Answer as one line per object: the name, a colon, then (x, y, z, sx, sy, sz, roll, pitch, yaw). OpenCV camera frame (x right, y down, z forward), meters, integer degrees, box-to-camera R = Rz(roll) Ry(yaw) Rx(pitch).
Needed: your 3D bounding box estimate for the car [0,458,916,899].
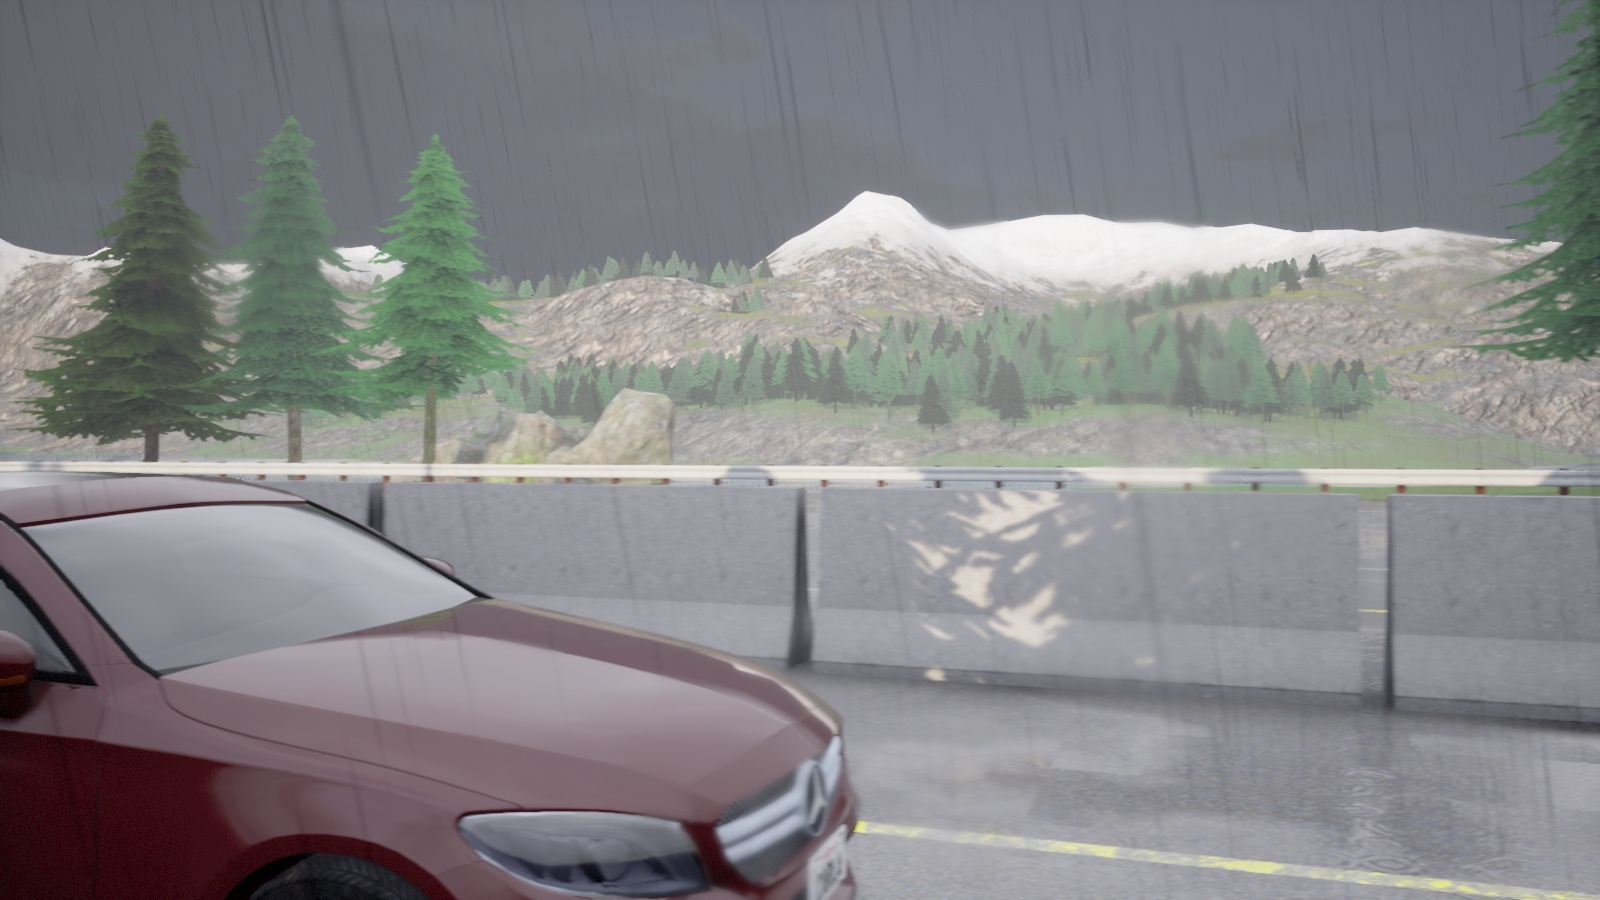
car: (-2.135, 0.783, 3.912, 4.674, 1.442, 1.812, 1, 1, 19)
